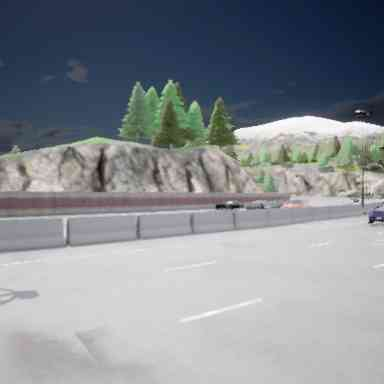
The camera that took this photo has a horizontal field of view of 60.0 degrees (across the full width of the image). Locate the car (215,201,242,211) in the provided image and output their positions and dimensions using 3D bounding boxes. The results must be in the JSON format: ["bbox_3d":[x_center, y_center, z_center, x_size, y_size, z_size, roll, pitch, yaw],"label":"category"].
[{"bbox_3d":[5.249,1.874,46.066,1.895,1.301,4.718,0,0,42],"label":"car"}]

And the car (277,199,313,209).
[{"bbox_3d":[11.991,1.615,37.924,2.097,1.767,4.553,0,0,43],"label":"car"}]

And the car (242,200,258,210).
[{"bbox_3d":[9.228,1.815,45.287,1.812,1.442,4.674,0,0,41],"label":"car"}]

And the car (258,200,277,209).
[{"bbox_3d":[10.811,1.770,41.822,2.128,1.511,4.902,0,0,42],"label":"car"}]

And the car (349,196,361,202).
[{"bbox_3d":[35.338,1.677,72.061,1.837,1.490,4.892,0,0,26],"label":"car"}]

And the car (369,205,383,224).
[{"bbox_3d":[15.105,1.738,25.627,1.812,1.442,4.674,0,0,45],"label":"car"}]
